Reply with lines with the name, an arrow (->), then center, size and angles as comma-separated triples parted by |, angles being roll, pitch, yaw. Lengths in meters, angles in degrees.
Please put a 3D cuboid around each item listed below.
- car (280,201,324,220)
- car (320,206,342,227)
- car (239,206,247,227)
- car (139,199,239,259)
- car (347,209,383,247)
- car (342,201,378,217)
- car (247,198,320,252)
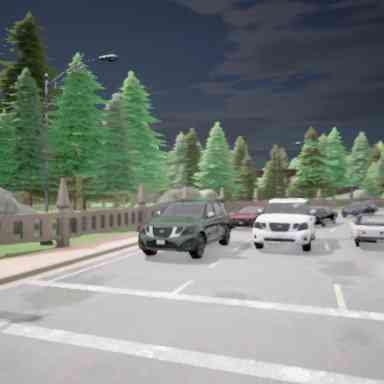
car -> 10.296, 1.666, 30.942 | 1.882, 1.535, 5.008 | -1, -1, 44
car -> 9.095, 1.731, 24.036 | 1.895, 1.301, 4.718 | -1, -1, 35
car -> 4.238, 1.637, 22.551 | 1.882, 1.535, 5.008 | -1, -1, 29
car -> 0.016, 1.330, 13.584 | 2.150, 2.045, 5.566 | -1, -1, 23
car -> 8.265, 1.650, 15.006 | 1.895, 1.301, 4.718 | -1, -1, 23
car -> 16.054, 1.650, 31.735 | 4.892, 1.490, 1.837 | 0, -1, -40
car -> 4.309, 1.304, 14.874 | 2.150, 2.045, 5.566 | -1, -1, 23
